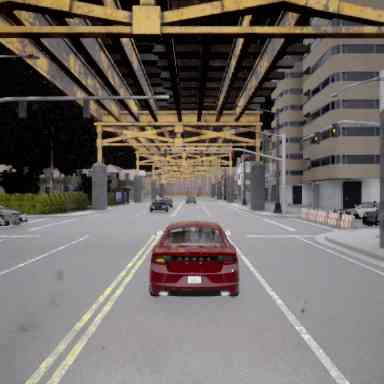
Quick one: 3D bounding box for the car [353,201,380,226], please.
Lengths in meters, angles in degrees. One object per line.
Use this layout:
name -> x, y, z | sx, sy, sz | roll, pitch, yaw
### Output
car -> 13.211, 1.453, 21.343 | 4.974, 1.542, 2.038 | 0, 0, -20

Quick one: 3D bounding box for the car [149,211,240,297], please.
car -> 0.053, 1.478, 8.643 | 1.882, 1.535, 5.008 | 0, 0, 0

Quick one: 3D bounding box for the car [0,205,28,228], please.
car -> -13.345, 1.491, 21.729 | 4.902, 1.511, 2.128 | 0, 0, 2

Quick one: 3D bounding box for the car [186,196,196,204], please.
car -> -0.153, 1.547, 63.319 | 2.033, 1.411, 5.357 | 0, 0, 0

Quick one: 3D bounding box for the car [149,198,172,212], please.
car -> -3.684, 1.564, 38.282 | 1.994, 1.385, 4.181 | 0, 0, 0

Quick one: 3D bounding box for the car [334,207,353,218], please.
car -> 13.574, 1.295, 25.481 | 4.536, 1.218, 1.853 | 0, 0, 25
